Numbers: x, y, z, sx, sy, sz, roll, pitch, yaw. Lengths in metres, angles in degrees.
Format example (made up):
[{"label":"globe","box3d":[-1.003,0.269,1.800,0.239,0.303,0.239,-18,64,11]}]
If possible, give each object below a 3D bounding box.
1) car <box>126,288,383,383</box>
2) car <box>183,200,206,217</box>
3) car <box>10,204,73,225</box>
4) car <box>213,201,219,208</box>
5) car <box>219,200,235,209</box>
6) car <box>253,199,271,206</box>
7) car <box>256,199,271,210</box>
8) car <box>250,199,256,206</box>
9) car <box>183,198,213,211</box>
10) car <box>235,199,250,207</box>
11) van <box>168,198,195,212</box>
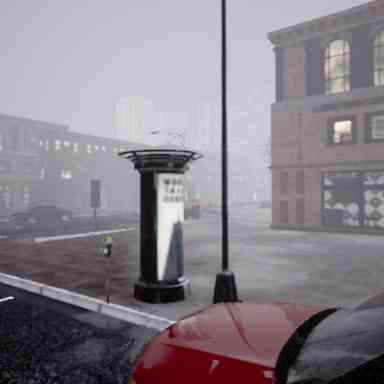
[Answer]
[{"label":"car","box3d":[1.815,1.310,1.581,5.009,1.841,2.192,0,0,35]},{"label":"car","box3d":[-0.867,1.807,32.309,1.887,1.381,4.507,-1,-1,35]},{"label":"car","box3d":[-11.952,1.757,26.699,1.837,1.490,4.892,0,0,34]},{"label":"car","box3d":[1.762,1.954,50.719,2.008,1.369,4.403,-1,-1,35]},{"label":"car","box3d":[4.841,1.957,55.102,1.752,1.417,4.829,-1,-1,35]},{"label":"car","box3d":[14.470,2.076,68.806,2.008,1.369,4.403,-1,-1,35]},{"label":"car","box3d":[11.796,1.815,50.425,1.967,1.590,4.097,-1,-1,35]},{"label":"car","box3d":[11.293,2.045,64.284,2.008,1.369,4.403,-1,-1,35]},{"label":"car","box3d":[0.315,1.705,44.125,2.097,1.767,4.553,0,-1,35]},{"label":"car","box3d":[8.116,2.014,59.763,2.008,1.369,4.403,-1,-1,35]},{"label":"van","box3d":[-1.416,1.716,46.200,1.690,1.788,3.998,-1,-1,35]}]
